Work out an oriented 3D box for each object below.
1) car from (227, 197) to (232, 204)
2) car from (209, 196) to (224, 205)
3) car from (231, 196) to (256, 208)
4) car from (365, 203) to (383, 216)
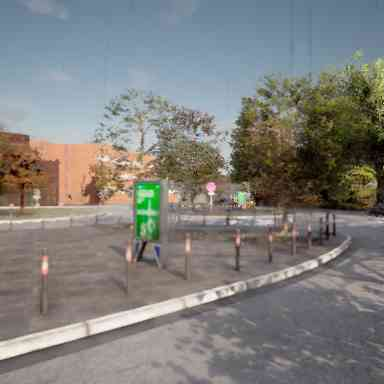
[{"bbox_3d":[10.499,2.389,80.726,1.895,1.301,4.718,0,-1,16],"label":"car"},{"bbox_3d":[5.557,2.175,74.983,1.837,1.490,4.892,0,-1,11],"label":"car"},{"bbox_3d":[9.411,1.952,58.577,1.882,1.535,5.008,1,-1,-22],"label":"car"},{"bbox_3d":[20.444,1.893,35.000,2.033,1.411,5.357,0,0,-3],"label":"car"}]
